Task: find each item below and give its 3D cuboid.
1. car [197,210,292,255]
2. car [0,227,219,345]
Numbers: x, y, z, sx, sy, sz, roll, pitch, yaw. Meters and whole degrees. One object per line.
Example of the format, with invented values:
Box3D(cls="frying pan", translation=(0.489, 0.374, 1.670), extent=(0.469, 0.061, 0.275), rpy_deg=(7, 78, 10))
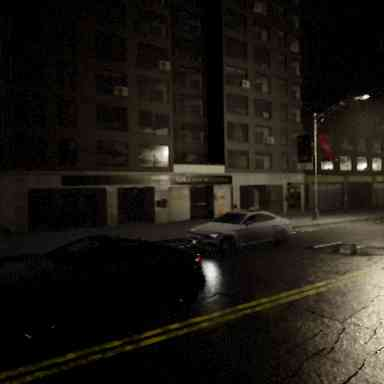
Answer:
Box3D(cls="car", translation=(1.989, 1.445, 13.043), extent=(4.674, 1.442, 1.812), rpy_deg=(-1, 1, -35))
Box3D(cls="car", translation=(-1.788, 1.545, 6.389), extent=(4.181, 1.385, 1.994), rpy_deg=(-1, 0, -35))
